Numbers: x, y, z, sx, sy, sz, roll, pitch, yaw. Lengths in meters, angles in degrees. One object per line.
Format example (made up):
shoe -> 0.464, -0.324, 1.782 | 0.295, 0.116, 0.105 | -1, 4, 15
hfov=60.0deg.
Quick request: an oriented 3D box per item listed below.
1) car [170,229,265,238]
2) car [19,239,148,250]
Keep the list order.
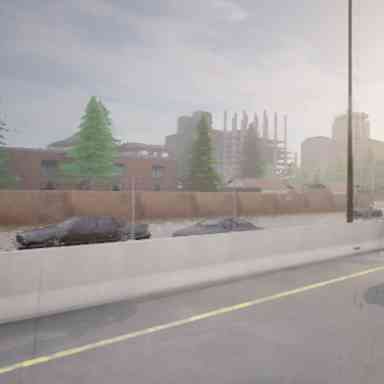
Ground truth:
car -> 1.134, 1.700, 13.526 | 4.181, 1.385, 1.994 | 1, -1, -36
car -> -4.324, 1.662, 13.852 | 5.357, 1.411, 2.033 | 1, -1, -36
